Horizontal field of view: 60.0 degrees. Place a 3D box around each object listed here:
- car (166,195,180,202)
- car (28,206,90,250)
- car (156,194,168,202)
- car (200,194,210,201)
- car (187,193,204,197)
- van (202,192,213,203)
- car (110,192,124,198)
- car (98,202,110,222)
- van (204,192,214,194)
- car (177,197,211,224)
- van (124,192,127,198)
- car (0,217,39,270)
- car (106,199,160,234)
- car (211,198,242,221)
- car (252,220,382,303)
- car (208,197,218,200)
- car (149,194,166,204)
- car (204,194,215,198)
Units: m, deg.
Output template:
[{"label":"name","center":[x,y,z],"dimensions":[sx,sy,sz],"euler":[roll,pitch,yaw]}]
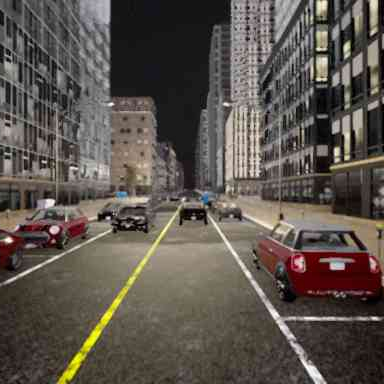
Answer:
[{"label":"car","center":[-3.072,1.151,59.548],"dimensions":[1.994,1.385,4.181],"euler":[0,0,1]},{"label":"car","center":[-5.686,1.352,13.712],"dimensions":[1.967,1.590,4.097],"euler":[1,0,0]},{"label":"car","center":[-5.711,1.121,63.882],"dimensions":[1.947,1.339,4.313],"euler":[1,0,0]},{"label":"car","center":[2.668,1.057,69.457],"dimensions":[1.887,1.381,4.507],"euler":[1,0,0]},{"label":"car","center":[0.081,1.073,41.625],"dimensions":[2.097,1.767,4.553],"euler":[0,0,0]},{"label":"van","center":[2.676,0.939,58.302],"dimensions":[1.690,1.788,3.998],"euler":[1,0,0]},{"label":"car","center":[-19.882,1.031,82.379],"dimensions":[4.403,1.369,2.008],"euler":[0,0,1]},{"label":"car","center":[-5.693,1.403,24.861],"dimensions":[1.947,1.339,4.313],"euler":[1,0,0]},{"label":"van","center":[2.678,0.981,52.725],"dimensions":[1.690,1.788,3.998],"euler":[1,0,0]},{"label":"car","center":[0.091,1.355,23.115],"dimensions":[1.837,1.490,4.892],"euler":[0,1,0]},{"label":"van","center":[-19.778,0.871,90.760],"dimensions":[3.998,1.788,1.690],"euler":[0,0,1]},{"label":"car","center":[-5.686,1.530,8.140],"dimensions":[1.802,1.307,4.206],"euler":[1,0,0]},{"label":"car","center":[-3.108,1.385,18.437],"dimensions":[1.837,1.490,4.892],"euler":[0,0,0]},{"label":"car","center":[2.688,1.388,24.842],"dimensions":[2.008,1.369,4.403],"euler":[1,0,0]},{"label":"car","center":[2.697,1.389,8.111],"dimensions":[1.967,1.590,4.097],"euler":[1,0,0]},{"label":"car","center":[2.685,1.381,30.420],"dimensions":[1.802,1.307,4.206],"euler":[1,0,0]},{"label":"car","center":[-5.704,1.080,52.733],"dimensions":[1.967,1.590,4.097],"euler":[1,0,0]},{"label":"car","center":[2.680,1.287,41.572],"dimensions":[1.947,1.339,4.313],"euler":[1,0,0]}]
